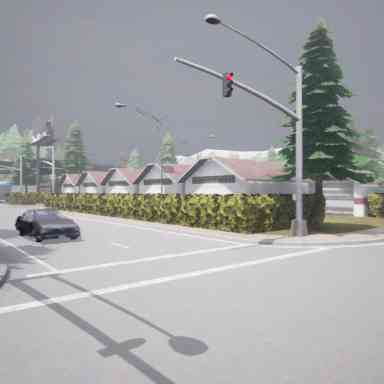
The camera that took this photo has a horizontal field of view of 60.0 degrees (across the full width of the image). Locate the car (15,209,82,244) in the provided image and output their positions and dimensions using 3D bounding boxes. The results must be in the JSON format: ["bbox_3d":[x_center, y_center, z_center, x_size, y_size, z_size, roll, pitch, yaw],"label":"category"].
[{"bbox_3d":[-7.229,1.545,16.335,2.033,1.411,5.357,0,0,-39],"label":"car"}]
